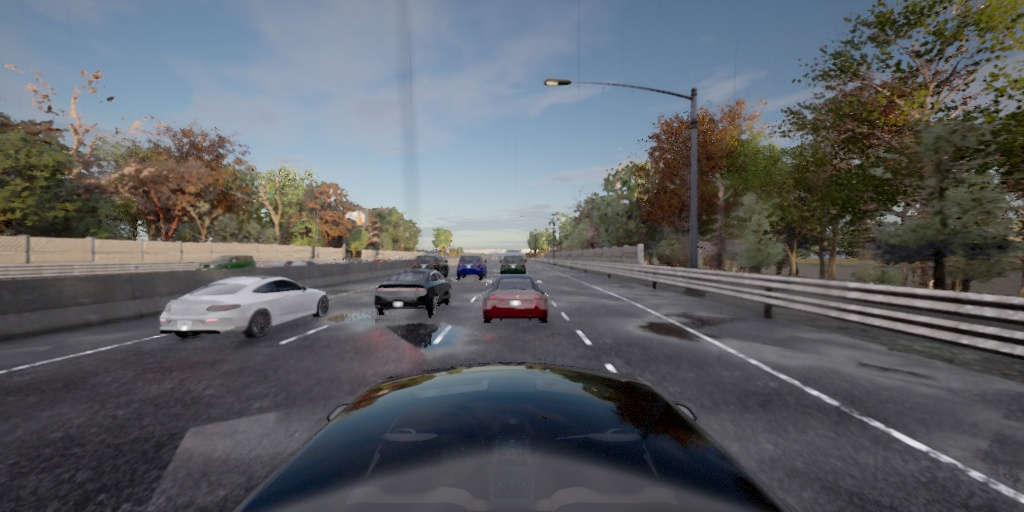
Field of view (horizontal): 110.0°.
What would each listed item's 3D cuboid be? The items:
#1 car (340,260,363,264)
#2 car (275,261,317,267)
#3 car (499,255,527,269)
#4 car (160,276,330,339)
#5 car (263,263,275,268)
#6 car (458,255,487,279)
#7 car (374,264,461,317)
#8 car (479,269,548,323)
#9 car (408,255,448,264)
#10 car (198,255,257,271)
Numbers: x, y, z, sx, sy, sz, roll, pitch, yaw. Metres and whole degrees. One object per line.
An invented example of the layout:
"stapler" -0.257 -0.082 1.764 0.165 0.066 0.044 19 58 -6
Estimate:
"car" -17.582 1.205 39.031 2.128 1.511 4.902 0 0 0
"car" -21.089 1.241 36.015 1.812 1.442 4.674 0 0 0
"car" 0.096 0.939 30.933 2.150 2.045 5.566 0 0 0
"car" -6.900 1.264 9.865 1.812 1.442 4.674 0 0 0
"car" -24.582 1.240 38.465 1.812 1.442 4.674 0 0 0
"car" -3.403 0.939 30.874 2.150 2.045 5.566 0 0 0
"car" -3.400 1.225 13.132 2.128 1.511 4.902 0 0 0
"car" 0.101 1.299 12.133 1.994 1.385 4.181 0 0 0
"car" -6.903 0.939 30.886 2.150 2.045 5.566 0 0 0
"car" -28.083 0.940 35.667 2.150 2.045 5.566 0 0 0
